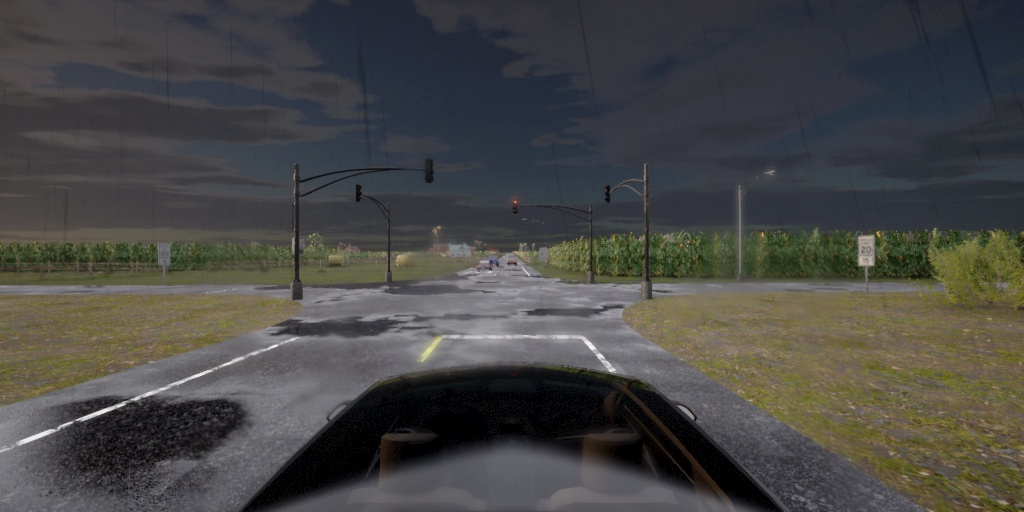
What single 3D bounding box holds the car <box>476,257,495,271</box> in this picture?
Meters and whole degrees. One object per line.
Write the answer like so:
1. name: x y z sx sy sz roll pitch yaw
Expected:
1. car: -3.600 1.238 46.968 1.812 1.442 4.674 0 0 0
